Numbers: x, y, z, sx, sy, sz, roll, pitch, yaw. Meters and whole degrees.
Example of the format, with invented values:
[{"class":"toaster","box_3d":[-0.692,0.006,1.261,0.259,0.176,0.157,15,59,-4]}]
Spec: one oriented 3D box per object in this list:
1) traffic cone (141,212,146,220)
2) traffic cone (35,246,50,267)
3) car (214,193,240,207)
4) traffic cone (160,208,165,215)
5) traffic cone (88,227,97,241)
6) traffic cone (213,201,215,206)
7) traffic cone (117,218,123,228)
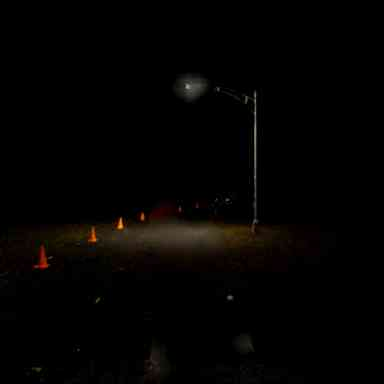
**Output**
[{"class":"traffic cone","box_3d":[-3.729,1.813,25.174,0.340,0.580,0.340,0,0,9]},{"class":"traffic cone","box_3d":[-4.426,1.901,9.833,0.340,0.580,0.340,0,0,0]},{"class":"car","box_3d":[4.630,0.964,43.483,2.097,1.767,4.553,0,1,29]},{"class":"traffic cone","box_3d":[-2.714,1.769,30.287,0.340,0.580,0.340,0,1,14]},{"class":"traffic cone","box_3d":[-4.428,1.873,14.833,0.340,0.580,0.340,0,0,0]},{"class":"traffic cone","box_3d":[2.924,1.557,44.830,0.340,0.580,0.340,0,1,29]},{"class":"traffic cone","box_3d":[-4.298,1.845,19.993,0.340,0.580,0.340,0,0,4]}]
